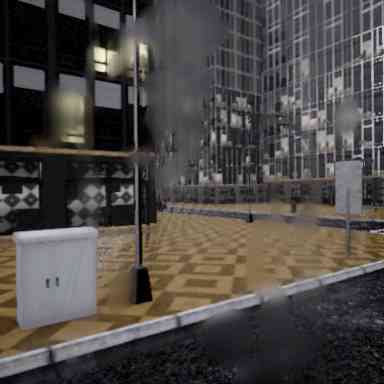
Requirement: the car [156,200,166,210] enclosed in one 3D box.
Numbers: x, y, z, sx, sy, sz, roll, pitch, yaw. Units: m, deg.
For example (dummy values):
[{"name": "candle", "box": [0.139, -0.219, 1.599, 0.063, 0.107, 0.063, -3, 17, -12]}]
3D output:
[{"name": "car", "box": [-5.230, 1.521, 41.000, 2.033, 1.411, 5.357, -1, 1, -35]}]
